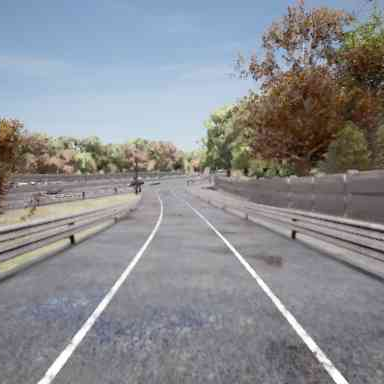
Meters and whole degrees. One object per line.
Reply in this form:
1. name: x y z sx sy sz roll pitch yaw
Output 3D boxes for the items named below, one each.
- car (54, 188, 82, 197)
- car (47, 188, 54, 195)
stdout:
1. car: -21.372 0.252 58.607 1.882 1.535 5.008 1 4 18
2. car: -26.371 -0.168 66.009 2.033 1.411 5.357 1 4 18
